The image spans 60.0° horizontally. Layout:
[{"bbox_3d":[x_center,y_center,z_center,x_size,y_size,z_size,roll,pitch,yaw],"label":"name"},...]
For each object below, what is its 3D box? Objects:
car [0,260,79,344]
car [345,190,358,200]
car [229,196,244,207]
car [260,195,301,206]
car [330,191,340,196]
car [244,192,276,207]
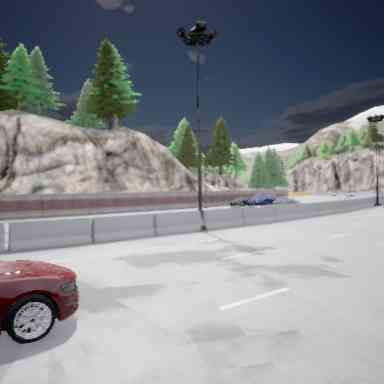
[{"bbox_3d":[-4.274,1.571,4.862,5.008,1.535,1.882,-1,1,-36],"label":"car"},{"bbox_3d":[33.261,0.586,69.314,2.150,2.045,5.566,-1,0,27],"label":"car"},{"bbox_3d":[7.407,1.432,49.002,1.837,1.490,4.892,-1,0,41],"label":"car"},{"bbox_3d":[10.023,1.409,36.107,2.033,1.411,5.357,-1,0,43],"label":"car"},{"bbox_3d":[34.277,0.427,79.925,2.097,1.767,4.553,-1,0,23],"label":"car"},{"bbox_3d":[10.084,1.095,46.757,2.150,2.045,5.566,-1,0,40],"label":"car"}]
